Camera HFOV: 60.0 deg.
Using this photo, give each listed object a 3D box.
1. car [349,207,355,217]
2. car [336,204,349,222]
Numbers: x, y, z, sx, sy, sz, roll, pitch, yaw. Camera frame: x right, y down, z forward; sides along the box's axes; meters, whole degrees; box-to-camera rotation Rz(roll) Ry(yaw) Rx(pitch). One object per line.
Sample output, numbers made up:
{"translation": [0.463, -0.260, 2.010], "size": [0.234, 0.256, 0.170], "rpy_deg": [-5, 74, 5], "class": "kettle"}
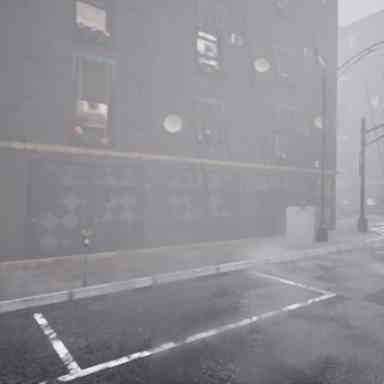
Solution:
{"translation": [13.520, 1.802, 32.108], "size": [1.802, 1.307, 4.206], "rpy_deg": [0, -1, -35], "class": "car"}
{"translation": [9.893, 1.642, 27.226], "size": [1.812, 1.442, 4.674], "rpy_deg": [1, -1, -36], "class": "car"}
